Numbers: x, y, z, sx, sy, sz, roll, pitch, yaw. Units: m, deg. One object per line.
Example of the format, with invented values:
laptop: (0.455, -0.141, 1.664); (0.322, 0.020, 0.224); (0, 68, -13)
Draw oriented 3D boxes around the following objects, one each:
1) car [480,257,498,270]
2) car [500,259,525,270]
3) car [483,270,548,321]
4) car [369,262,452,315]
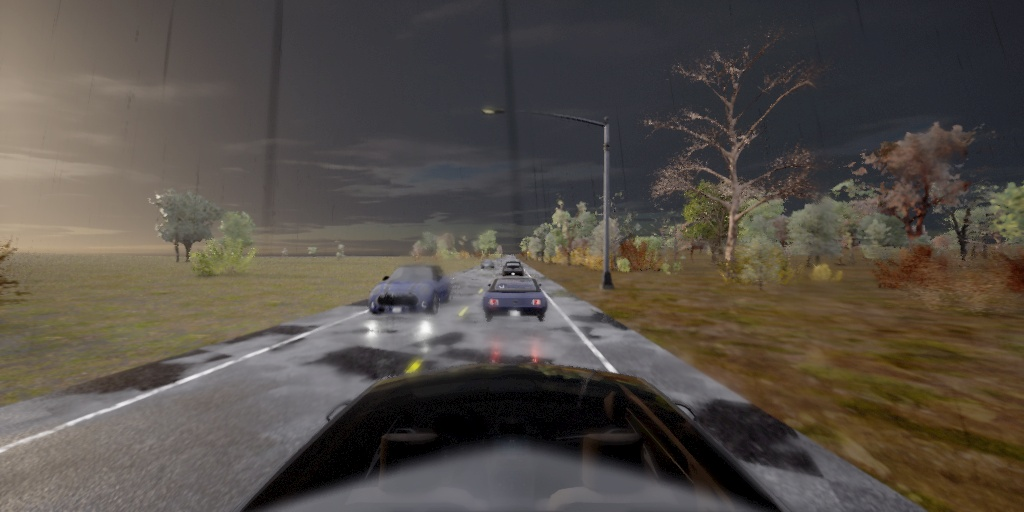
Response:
car: (-3.578, 1.213, 52.808); (2.128, 1.511, 4.902); (0, 0, 0)
car: (0.099, 1.248, 32.513); (1.837, 1.490, 4.892); (0, 0, 0)
car: (0.100, 1.350, 12.425); (1.895, 1.301, 4.718); (0, 0, 0)
car: (-3.601, 1.101, 13.473); (2.097, 1.767, 4.553); (0, 0, 0)
